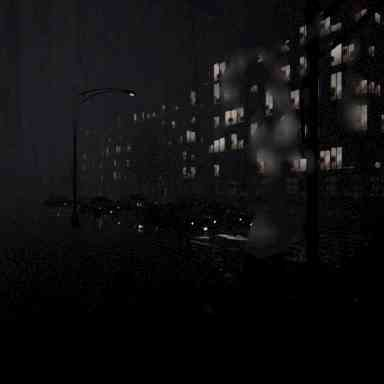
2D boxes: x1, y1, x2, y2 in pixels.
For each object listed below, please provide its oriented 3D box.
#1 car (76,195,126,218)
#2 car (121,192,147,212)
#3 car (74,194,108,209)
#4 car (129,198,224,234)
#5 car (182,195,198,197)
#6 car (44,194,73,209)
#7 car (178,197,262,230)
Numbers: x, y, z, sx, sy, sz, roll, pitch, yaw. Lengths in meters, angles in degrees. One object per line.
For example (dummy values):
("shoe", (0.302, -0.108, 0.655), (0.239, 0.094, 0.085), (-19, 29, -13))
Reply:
("car", (-7.178, 1.087, 25.519), (1.812, 1.442, 4.674), (0, 1, -38))
("car", (-4.585, 0.911, 27.486), (2.097, 1.767, 4.553), (0, 1, -38))
("car", (-10.780, 0.976, 35.379), (1.895, 1.301, 4.718), (0, 1, -38))
("car", (-1.003, 1.292, 17.685), (2.033, 1.411, 5.357), (0, 1, -38))
("car", (-0.349, 1.046, 32.933), (1.812, 1.442, 4.674), (0, 1, -38))
("car", (-13.436, 0.940, 33.490), (1.994, 1.385, 4.181), (0, 1, -39))
("car", (1.603, 1.289, 19.683), (2.033, 1.411, 5.357), (0, 1, -36))
